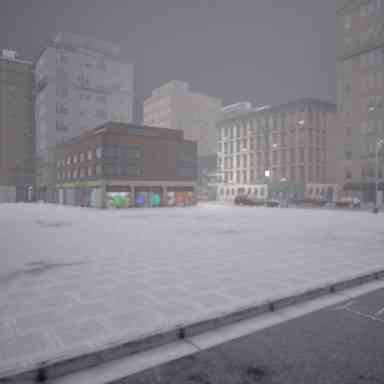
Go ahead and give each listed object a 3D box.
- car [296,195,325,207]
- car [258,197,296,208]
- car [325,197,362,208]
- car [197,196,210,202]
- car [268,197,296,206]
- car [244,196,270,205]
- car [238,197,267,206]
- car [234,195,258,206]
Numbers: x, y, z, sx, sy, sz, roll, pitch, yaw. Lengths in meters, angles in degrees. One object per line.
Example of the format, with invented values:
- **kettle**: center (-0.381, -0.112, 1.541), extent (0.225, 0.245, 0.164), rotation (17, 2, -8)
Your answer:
- **car**: center (18.638, 1.323, 52.252), extent (2.192, 1.841, 5.009), rotation (0, 0, -35)
- **car**: center (12.102, 1.591, 47.598), extent (2.008, 1.369, 4.403), rotation (0, 0, -35)
- **car**: center (21.923, 1.449, 47.641), extent (1.967, 1.590, 4.097), rotation (0, 0, -35)
- **car**: center (2.215, 1.554, 75.312), extent (2.008, 1.369, 4.403), rotation (0, 0, -35)
- **car**: center (15.354, 1.573, 56.865), extent (1.947, 1.339, 4.313), rotation (0, 0, -35)
- **car**: center (11.970, 1.531, 61.615), extent (1.752, 1.417, 4.829), rotation (0, 0, -35)
- **car**: center (9.911, 1.533, 55.091), extent (1.837, 1.490, 4.892), rotation (0, 0, -35)
- **car**: center (8.816, 1.354, 52.209), extent (2.192, 1.841, 5.009), rotation (0, 0, -35)
